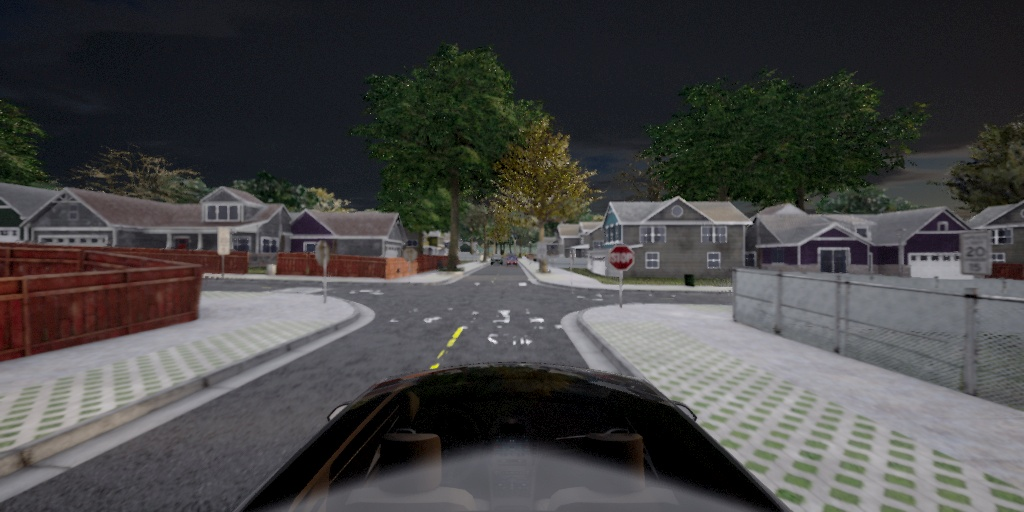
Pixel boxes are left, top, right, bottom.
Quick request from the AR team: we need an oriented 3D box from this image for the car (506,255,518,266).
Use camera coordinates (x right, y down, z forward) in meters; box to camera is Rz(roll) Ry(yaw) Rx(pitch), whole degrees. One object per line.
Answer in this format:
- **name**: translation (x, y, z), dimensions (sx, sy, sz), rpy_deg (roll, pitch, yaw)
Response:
- **car**: translation (-0.011, 1.016, 61.087), dimensions (1.895, 1.301, 4.718), rpy_deg (0, 0, 0)
